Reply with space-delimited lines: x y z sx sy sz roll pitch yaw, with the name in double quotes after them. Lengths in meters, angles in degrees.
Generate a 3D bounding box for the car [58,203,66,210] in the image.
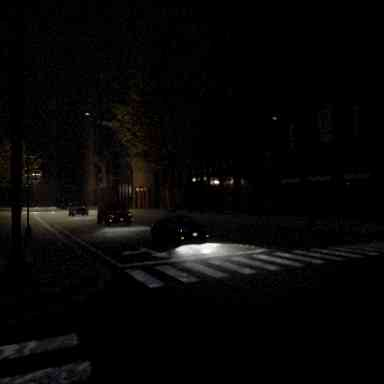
-33.946 3.928 88.848 1.837 1.490 4.892 0 -1 -28 "car"

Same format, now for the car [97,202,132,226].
-7.322 2.015 31.059 2.150 2.045 5.566 0 0 -28 "car"

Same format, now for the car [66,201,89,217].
-16.819 2.548 49.318 2.150 2.045 5.566 0 -1 -28 "car"

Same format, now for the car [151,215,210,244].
-0.757 2.003 18.583 1.994 1.385 4.181 0 -1 -28 "car"
